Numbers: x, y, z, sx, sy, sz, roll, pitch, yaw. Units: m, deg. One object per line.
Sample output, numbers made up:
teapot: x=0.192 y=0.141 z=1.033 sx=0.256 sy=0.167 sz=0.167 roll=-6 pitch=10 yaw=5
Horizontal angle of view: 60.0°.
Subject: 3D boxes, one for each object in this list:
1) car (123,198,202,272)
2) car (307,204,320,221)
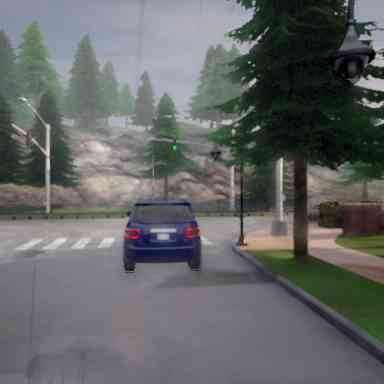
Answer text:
car: x=-1.014 y=1.220 z=11.038 sx=2.150 sy=2.045 sz=5.566 roll=0 pitch=0 yaw=-6
car: x=9.977 y=1.416 z=22.898 sx=4.718 sy=1.301 sz=1.895 roll=0 pitch=0 yaw=-7
